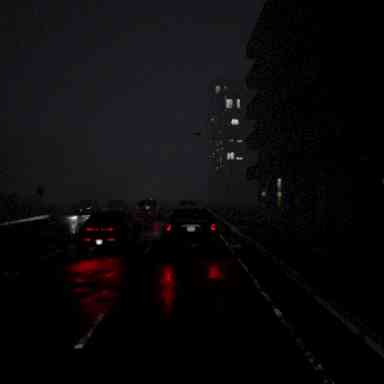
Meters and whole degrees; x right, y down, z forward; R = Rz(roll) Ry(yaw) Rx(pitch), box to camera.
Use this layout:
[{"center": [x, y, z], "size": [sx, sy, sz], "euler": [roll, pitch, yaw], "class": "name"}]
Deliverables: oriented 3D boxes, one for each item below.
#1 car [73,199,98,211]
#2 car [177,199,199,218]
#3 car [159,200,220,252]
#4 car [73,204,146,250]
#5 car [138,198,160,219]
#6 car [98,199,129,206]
[{"center": [-10.381, 1.479, 33.302], "size": [1.837, 1.490, 4.892], "euler": [0, 0, -1], "class": "car"}, {"center": [-0.402, 1.449, 30.820], "size": [1.882, 1.535, 5.008], "euler": [0, 0, -1], "class": "car"}, {"center": [-0.045, 1.336, 13.859], "size": [2.097, 1.767, 4.553], "euler": [0, 0, 0], "class": "car"}, {"center": [-3.297, 1.491, 14.153], "size": [1.837, 1.490, 4.892], "euler": [0, 0, 0], "class": "car"}, {"center": [-3.606, 1.324, 28.871], "size": [2.097, 1.767, 4.553], "euler": [0, 0, -1], "class": "car"}, {"center": [-7.084, 1.450, 31.489], "size": [1.882, 1.535, 5.008], "euler": [0, 0, -1], "class": "car"}]
